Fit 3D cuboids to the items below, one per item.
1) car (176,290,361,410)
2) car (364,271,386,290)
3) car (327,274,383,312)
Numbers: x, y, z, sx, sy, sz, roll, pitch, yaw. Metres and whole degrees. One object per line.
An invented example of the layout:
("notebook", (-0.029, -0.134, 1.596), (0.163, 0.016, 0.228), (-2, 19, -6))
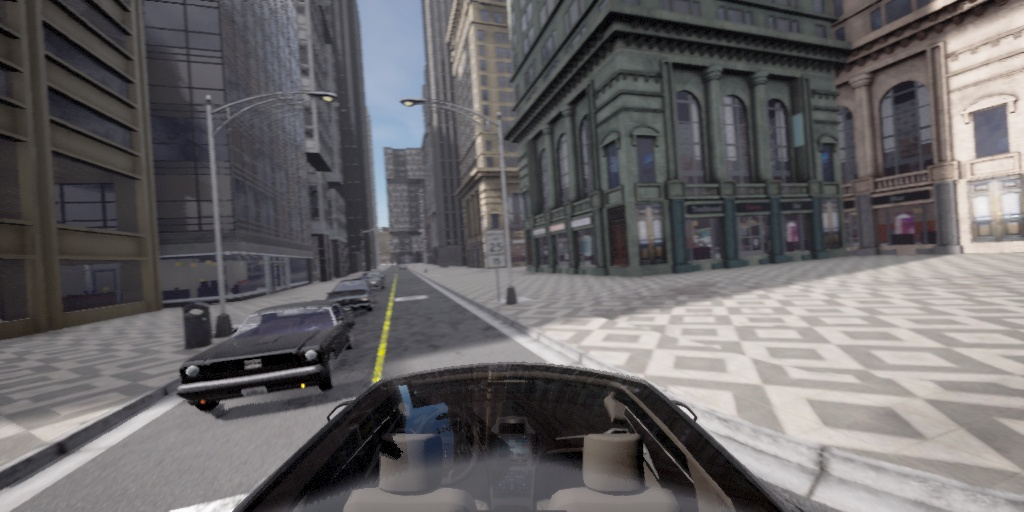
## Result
("car", (-4.343, 1.652, 7.158), (1.895, 1.301, 4.718), (-4, 0, -18))
("car", (-11.436, 2.003, 29.581), (2.128, 1.511, 4.902), (-4, 0, -17))
("car", (-7.495, 1.812, 17.055), (2.033, 1.411, 5.357), (-4, 0, -18))
